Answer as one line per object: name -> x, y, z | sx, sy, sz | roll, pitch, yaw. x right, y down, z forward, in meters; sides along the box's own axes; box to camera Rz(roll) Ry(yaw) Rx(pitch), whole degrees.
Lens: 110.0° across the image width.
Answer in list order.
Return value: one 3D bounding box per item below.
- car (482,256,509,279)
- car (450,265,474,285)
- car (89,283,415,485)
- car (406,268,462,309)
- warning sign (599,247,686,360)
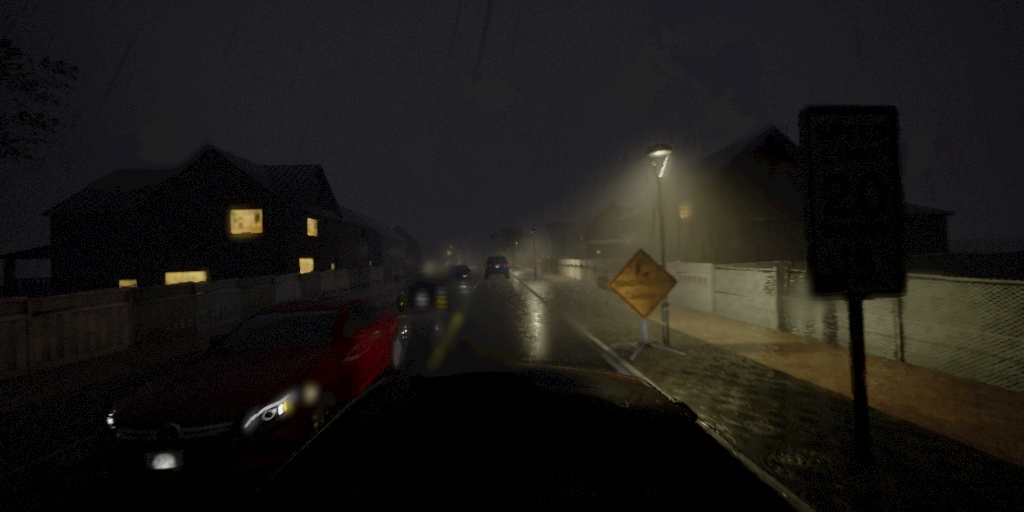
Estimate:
car -> -1.484, 1.054, 33.995 | 2.150, 2.045, 5.566 | -2, 0, -4
car -> -4.078, 1.436, 27.660 | 1.812, 1.442, 4.674 | -2, 0, -2
car -> -2.911, 1.378, 5.197 | 1.812, 1.442, 4.674 | -2, 0, -3
car -> -3.435, 1.437, 15.259 | 1.994, 1.385, 4.181 | -2, 0, -3
warning sign -> 2.414, 0.774, 6.465 | 1.300, 1.860, 1.060 | 0, 0, -3
